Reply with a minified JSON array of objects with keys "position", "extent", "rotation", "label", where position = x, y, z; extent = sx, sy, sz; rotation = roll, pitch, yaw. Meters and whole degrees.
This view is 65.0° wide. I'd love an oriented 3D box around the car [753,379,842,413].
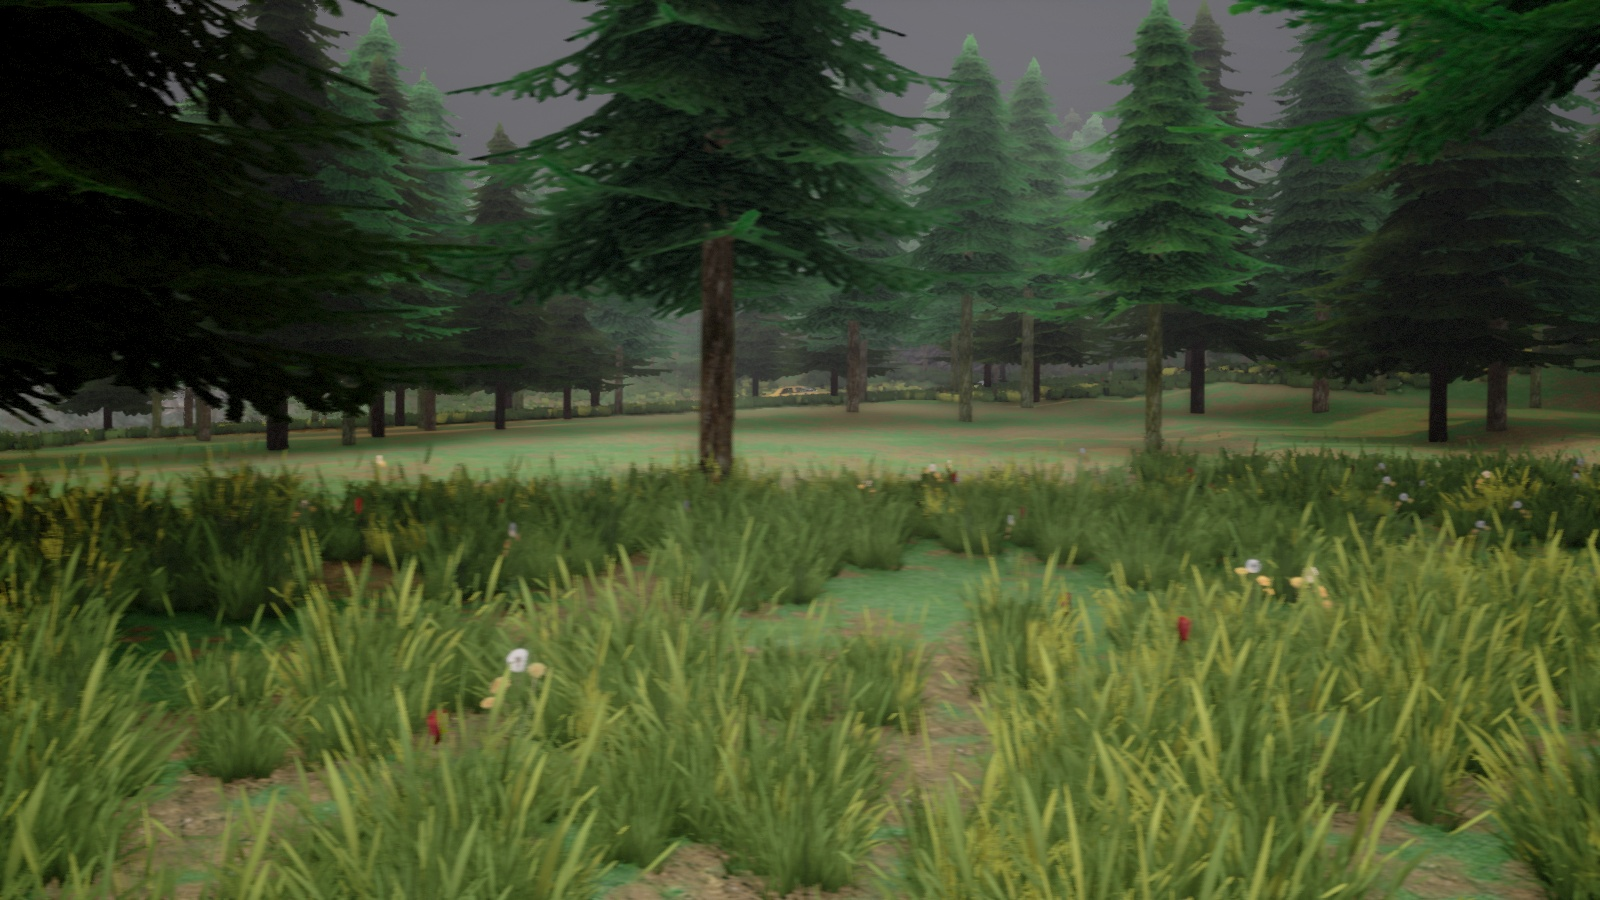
[{"position":[-0.117,-3.437,79.928],"extent":[5.366,1.575,1.801],"rotation":[-6,0,6],"label":"car"}]
